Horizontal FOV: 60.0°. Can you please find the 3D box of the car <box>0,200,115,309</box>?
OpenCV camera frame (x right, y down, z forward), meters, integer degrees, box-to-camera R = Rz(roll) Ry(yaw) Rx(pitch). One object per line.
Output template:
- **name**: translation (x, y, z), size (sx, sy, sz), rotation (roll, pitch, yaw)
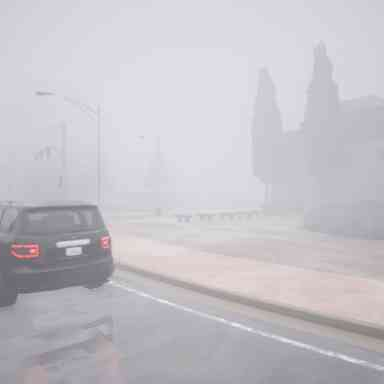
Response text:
- **car**: translation (-4.010, 1.220, 8.278), size (2.150, 2.045, 5.566), rotation (0, 0, -42)
